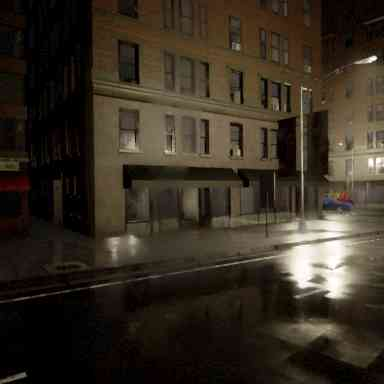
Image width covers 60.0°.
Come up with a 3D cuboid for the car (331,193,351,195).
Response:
[{"bbox_3d":[17.160,1.081,40.818,2.192,1.841,5.009,0,1,-44],"label":"car"}]

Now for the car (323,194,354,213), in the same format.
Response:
[{"bbox_3d":[14.447,1.342,35.298,1.882,1.535,5.008,-1,1,-44],"label":"car"}]
